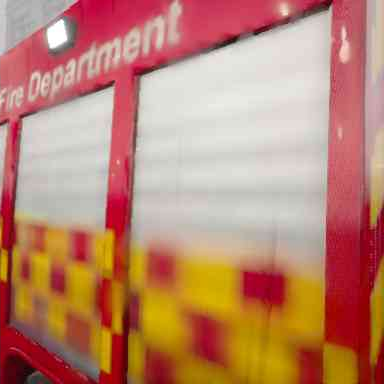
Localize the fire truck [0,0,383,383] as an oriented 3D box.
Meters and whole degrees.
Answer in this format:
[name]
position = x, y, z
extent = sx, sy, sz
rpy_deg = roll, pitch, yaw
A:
[fire truck]
position = -1.746, 0.363, 4.577
extent = 8.468, 3.827, 2.891
rpy_deg = 0, -2, 41
